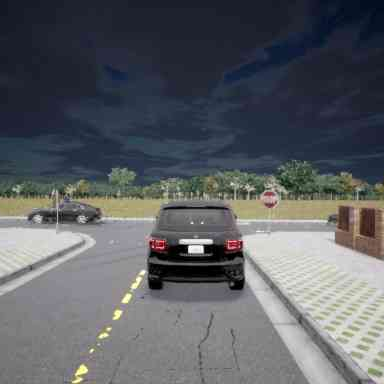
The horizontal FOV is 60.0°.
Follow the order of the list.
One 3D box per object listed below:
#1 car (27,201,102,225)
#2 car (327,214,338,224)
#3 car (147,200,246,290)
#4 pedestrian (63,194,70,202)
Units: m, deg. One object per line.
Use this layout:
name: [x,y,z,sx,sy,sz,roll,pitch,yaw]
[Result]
car: [-8.653,1.424,22.767,4.892,1.490,1.837,1,0,0]
car: [12.257,1.728,22.898,5.357,1.411,2.033,1,0,0]
car: [0.123,1.223,9.230,2.150,2.045,5.566,0,0,1]
pedestrian: [-9.696,1.069,25.675,0.375,1.860,0.375,0,-1,0]
